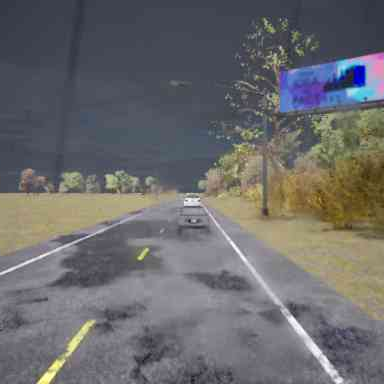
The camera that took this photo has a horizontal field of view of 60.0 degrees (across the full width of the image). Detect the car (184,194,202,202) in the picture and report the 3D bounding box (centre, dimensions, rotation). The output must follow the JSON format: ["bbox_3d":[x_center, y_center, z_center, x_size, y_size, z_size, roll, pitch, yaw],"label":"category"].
[{"bbox_3d":[0.124,1.223,43.089,2.150,2.045,5.566,0,0,1],"label":"car"}]

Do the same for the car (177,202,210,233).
[{"bbox_3d":[0.101,1.548,19.750,2.033,1.411,5.357,0,0,0],"label":"car"}]
